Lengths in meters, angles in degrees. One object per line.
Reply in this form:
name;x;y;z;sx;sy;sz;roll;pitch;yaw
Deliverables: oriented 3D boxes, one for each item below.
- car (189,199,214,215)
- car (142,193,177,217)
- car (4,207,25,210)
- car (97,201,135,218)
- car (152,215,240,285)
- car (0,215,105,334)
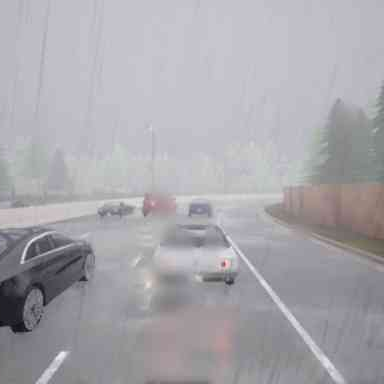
car;0.875;1.308;29.337;1.882;1.535;5.008;0;0;7
car;-2.741;1.059;28.852;2.150;2.045;5.566;0;0;6
car;-13.789;1.398;24.865;1.812;1.442;4.674;0;0;3
car;-6.314;1.445;28.321;1.895;1.301;4.718;0;0;6
car;0.081;1.547;9.288;1.895;1.301;4.718;0;0;0
car;-3.413;1.456;6.666;2.128;1.511;4.902;0;0;0
